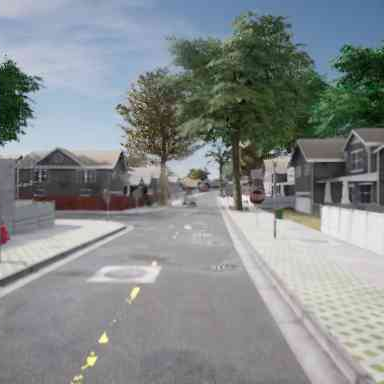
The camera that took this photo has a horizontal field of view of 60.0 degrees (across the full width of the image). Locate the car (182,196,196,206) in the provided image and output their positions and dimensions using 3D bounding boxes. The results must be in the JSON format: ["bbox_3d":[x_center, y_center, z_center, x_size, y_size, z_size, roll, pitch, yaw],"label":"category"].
[{"bbox_3d":[-0.363,1.307,48.740,2.128,1.511,4.902,0,1,3],"label":"car"}]
